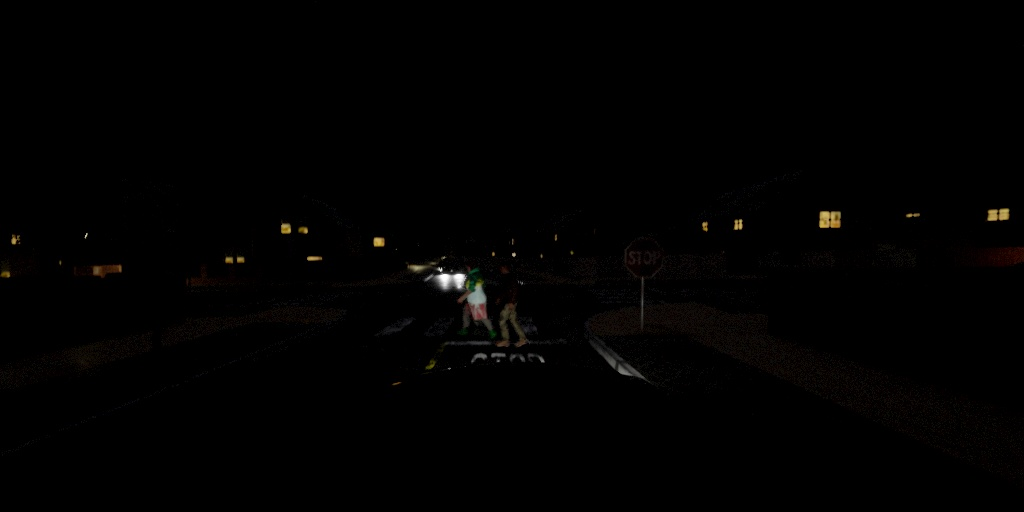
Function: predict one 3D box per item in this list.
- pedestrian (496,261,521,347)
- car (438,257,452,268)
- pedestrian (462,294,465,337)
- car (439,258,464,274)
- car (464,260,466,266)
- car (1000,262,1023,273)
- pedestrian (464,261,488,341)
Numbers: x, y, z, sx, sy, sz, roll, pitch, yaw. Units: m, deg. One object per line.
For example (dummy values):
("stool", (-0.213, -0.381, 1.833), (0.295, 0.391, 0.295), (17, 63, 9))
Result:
("pedestrian", (-0.080, 0.993, 7.566), (0.375, 1.860, 0.375), (-1, 2, -2))
("car", (-10.150, 1.076, 54.097), (1.994, 1.385, 4.181), (0, 0, -15))
("pedestrian", (-0.952, 0.984, 8.897), (0.375, 1.860, 0.375), (-1, 2, -2))
("car", (-6.323, 1.147, 37.400), (1.895, 1.301, 4.718), (0, 0, -11))
("car", (-9.133, 1.033, 60.893), (2.033, 1.411, 5.357), (0, 0, -18))
("car", (24.647, 0.614, 15.991), (4.181, 1.385, 1.994), (-1, 1, 5))
("pedestrian", (-0.828, 0.988, 8.235), (0.375, 1.860, 0.375), (-1, 2, -2))
